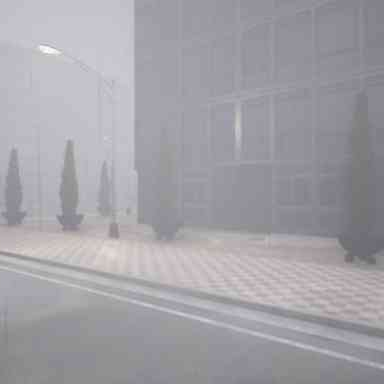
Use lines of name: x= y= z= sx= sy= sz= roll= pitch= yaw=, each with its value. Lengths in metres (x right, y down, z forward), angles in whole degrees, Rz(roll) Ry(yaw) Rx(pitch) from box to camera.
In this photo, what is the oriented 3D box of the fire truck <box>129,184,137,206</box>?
fire truck: x=-6.596 y=0.419 z=55.149 sx=2.891 sy=3.827 sz=8.468 roll=0 pitch=0 yaw=36
